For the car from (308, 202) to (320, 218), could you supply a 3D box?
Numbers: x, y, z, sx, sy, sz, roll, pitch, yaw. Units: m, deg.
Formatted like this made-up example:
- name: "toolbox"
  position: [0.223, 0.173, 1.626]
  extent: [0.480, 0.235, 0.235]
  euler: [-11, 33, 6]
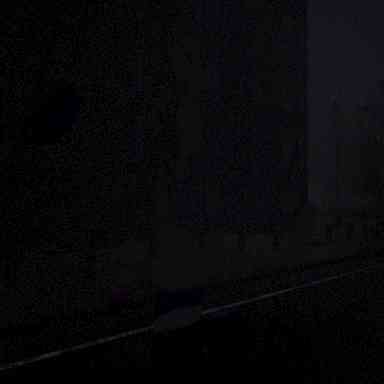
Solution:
- name: "car"
  position: [8.563, 1.206, 29.748]
  extent: [2.150, 2.045, 5.566]
  euler: [0, 0, -34]
